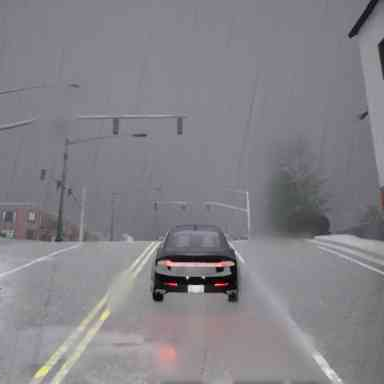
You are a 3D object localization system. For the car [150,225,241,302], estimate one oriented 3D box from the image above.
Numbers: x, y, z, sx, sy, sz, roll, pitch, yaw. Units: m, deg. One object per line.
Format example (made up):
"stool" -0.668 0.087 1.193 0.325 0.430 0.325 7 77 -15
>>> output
"car" 0.092 1.589 8.523 2.128 1.511 4.902 0 -1 0
